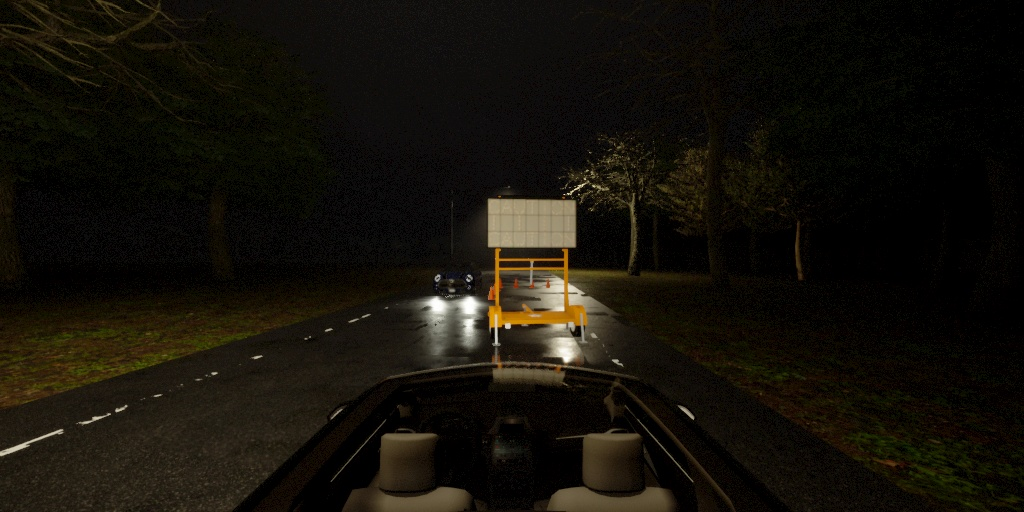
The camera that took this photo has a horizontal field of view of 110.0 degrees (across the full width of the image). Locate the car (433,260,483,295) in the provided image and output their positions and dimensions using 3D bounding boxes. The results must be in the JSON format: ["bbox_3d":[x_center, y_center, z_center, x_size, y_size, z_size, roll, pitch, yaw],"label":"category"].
[{"bbox_3d":[-2.848,1.101,19.671,2.097,1.767,4.553,0,0,2],"label":"car"}]

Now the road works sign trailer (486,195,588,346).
[{"bbox_3d":[0.505,0.212,9.513,2.380,3.560,2.880,0,0,-6],"label":"road works sign trailer"}]
